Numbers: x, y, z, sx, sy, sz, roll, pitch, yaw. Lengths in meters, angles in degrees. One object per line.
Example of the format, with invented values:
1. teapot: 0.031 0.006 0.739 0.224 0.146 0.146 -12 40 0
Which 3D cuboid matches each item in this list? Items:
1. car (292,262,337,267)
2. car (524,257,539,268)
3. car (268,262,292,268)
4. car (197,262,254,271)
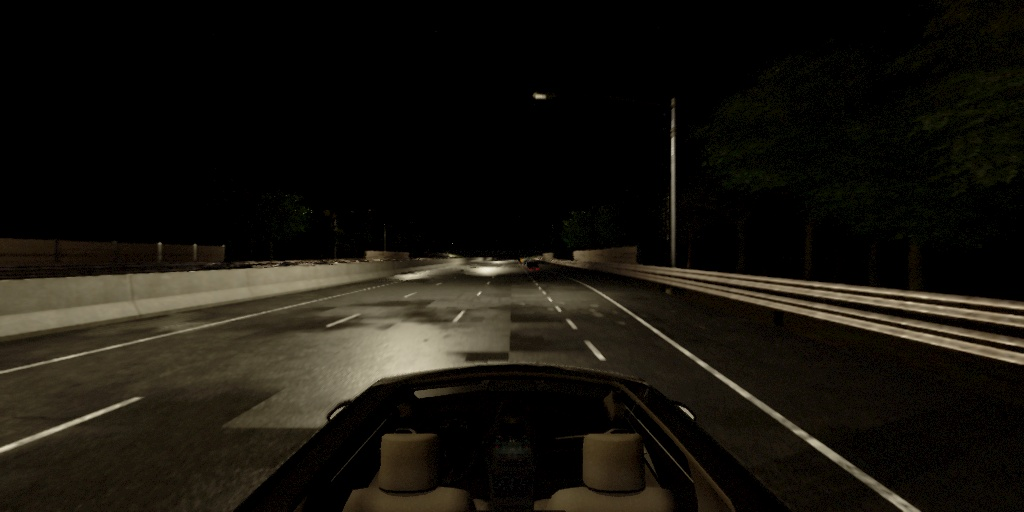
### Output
1. car: -17.568 1.309 33.395 2.033 1.411 5.357 0 0 0
2. car: 3.502 1.363 61.993 1.895 1.301 4.718 0 0 0
3. car: -21.063 1.308 33.371 2.033 1.411 5.357 0 0 0
4. car: -24.573 1.249 30.875 2.128 1.511 4.902 0 0 0
